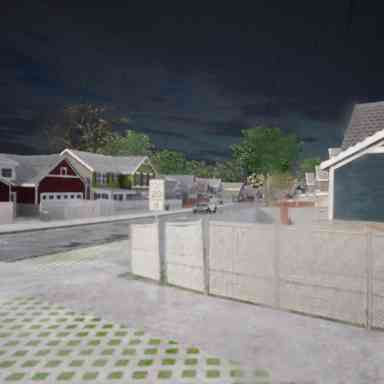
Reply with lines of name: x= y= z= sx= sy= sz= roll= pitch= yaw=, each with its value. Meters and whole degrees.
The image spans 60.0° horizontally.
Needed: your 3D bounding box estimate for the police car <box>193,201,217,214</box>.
police car: x=1.632 y=1.880 z=41.624 sx=2.038 sy=1.542 sz=4.974 roll=1 pitch=0 yaw=19
